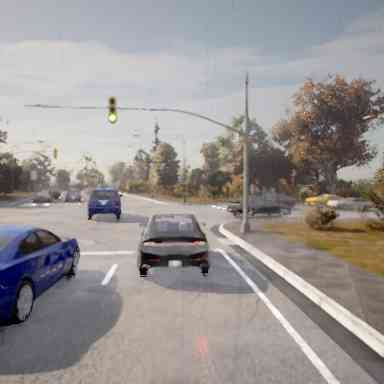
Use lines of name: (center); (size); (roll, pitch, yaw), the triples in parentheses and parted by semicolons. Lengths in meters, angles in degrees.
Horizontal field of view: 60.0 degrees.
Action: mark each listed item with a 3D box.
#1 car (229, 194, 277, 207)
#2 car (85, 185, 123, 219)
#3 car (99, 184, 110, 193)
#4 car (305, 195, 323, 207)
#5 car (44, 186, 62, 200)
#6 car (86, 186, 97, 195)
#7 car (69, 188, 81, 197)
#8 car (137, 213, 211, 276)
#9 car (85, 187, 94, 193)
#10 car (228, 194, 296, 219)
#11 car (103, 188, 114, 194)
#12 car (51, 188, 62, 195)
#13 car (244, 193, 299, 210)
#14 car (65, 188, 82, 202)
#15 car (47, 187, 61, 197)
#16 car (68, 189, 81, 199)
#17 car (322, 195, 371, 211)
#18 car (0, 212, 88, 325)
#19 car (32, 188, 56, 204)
car: (6.531, 0.933, 35.844); (4.718, 1.301, 1.895); (1, 1, -15)
car: (-6.276, 0.760, 24.165); (2.150, 2.045, 5.566); (0, 2, -12)
car: (-22.009, -0.851, 83.280); (2.150, 2.045, 5.566); (-1, 1, -19)
car: (15.496, 1.031, 38.450); (5.008, 1.535, 1.882); (2, 1, -16)
car: (-21.390, 0.052, 50.183); (2.150, 2.045, 5.566); (-1, 2, -19)
car: (-21.929, -0.379, 72.647); (2.097, 1.767, 4.553); (-1, 1, -20)
car: (-21.831, 0.019, 62.008); (2.128, 1.511, 4.902); (-1, 1, -20)
car: (-0.574, 1.394, 10.102); (2.128, 1.511, 4.902); (0, 1, -4)
car: (-25.298, -0.517, 82.093); (1.812, 1.442, 4.674); (-1, 1, -19)
car: (4.981, 1.060, 24.285); (4.902, 1.511, 2.128); (0, 1, -21)
car: (-18.655, -0.175, 73.892); (1.895, 1.301, 4.718); (-1, 1, -20)
car: (-28.175, -0.145, 69.331); (1.837, 1.490, 4.892); (-1, 1, -20)
car: (7.764, 0.934, 32.537); (4.892, 1.490, 1.837); (1, 1, -16)
car: (-15.411, 0.505, 43.386); (2.128, 1.511, 4.902); (-1, 2, -18)
car: (-24.729, -0.059, 59.717); (2.097, 1.767, 4.553); (-1, 1, -20)
car: (-18.417, 0.276, 52.303); (1.837, 1.490, 4.892); (-1, 2, -19)
car: (16.619, 1.251, 35.135); (4.718, 1.301, 1.895); (2, 1, -16)
car: (-3.852, 1.436, 7.010); (1.882, 1.535, 5.008); (0, 1, -4)
car: (-18.347, 0.605, 41.070); (1.812, 1.442, 4.674); (-1, 2, -18)
